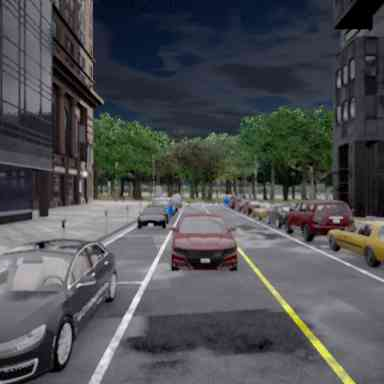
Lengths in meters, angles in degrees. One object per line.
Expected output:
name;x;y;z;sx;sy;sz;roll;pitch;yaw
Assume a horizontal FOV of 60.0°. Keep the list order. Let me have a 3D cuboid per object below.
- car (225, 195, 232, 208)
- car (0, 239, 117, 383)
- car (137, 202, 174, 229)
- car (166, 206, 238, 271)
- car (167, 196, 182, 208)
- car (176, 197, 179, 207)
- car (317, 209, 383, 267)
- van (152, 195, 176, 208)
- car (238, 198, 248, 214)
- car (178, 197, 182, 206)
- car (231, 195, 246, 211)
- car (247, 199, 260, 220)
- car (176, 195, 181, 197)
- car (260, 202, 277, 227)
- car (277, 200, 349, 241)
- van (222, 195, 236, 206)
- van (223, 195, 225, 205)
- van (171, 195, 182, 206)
car;6.044;1.312;43.609;2.192;1.841;5.009;0;0;0
car;-2.416;1.549;5.531;2.008;1.369;4.403;0;0;0
car;-2.443;1.561;21.844;1.947;1.339;4.313;0;0;0
car;0.339;1.475;11.048;1.882;1.535;5.008;0;1;0
car;-2.490;1.438;49.032;1.967;1.590;4.097;0;0;0
car;-2.462;1.520;32.549;1.752;1.417;4.829;0;0;0
car;6.100;1.523;11.153;1.752;1.417;4.829;0;0;0
van;-2.453;1.336;27.282;1.690;1.788;3.998;0;0;0
car;6.063;1.540;32.734;1.887;1.381;4.507;0;0;0
car;-2.471;1.561;38.157;1.947;1.339;4.313;0;0;0
car;6.054;1.436;38.171;1.967;1.590;4.097;0;0;0
car;6.072;1.521;27.466;1.752;1.417;4.829;0;0;0
car;-2.480;1.521;43.425;1.752;1.417;4.829;0;0;0
car;6.082;1.547;21.858;2.008;1.369;4.403;0;0;0
car;6.091;1.311;16.421;2.192;1.841;5.009;0;0;0
van;6.026;1.341;54.484;1.690;1.788;3.998;0;0;0
van;6.035;1.340;49.046;1.690;1.788;3.998;0;0;0
van;-2.500;1.340;54.470;1.690;1.788;3.998;0;0;0
